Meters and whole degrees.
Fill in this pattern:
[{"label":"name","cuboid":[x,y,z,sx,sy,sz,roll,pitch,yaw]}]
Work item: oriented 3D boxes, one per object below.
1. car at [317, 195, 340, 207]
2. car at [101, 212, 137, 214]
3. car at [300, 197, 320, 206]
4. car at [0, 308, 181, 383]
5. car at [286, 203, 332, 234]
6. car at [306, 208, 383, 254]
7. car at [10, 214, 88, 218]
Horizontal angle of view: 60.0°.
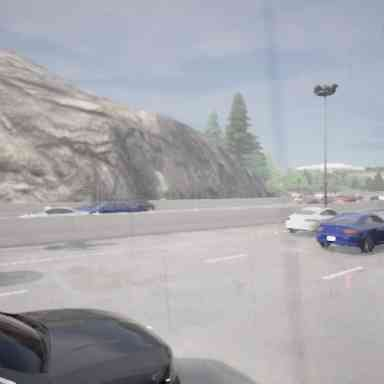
[{"label":"car","cuboid":[22.168,1.414,53.915,2.097,1.767,4.553,0,0,40]},{"label":"car","cuboid":[-6.528,1.526,25.556,5.008,1.535,1.882,0,0,-39]},{"label":"car","cuboid":[20.321,1.595,57.156,1.812,1.442,4.674,0,0,40]},{"label":"car","cuboid":[-2.345,1.511,2.174,4.892,1.490,1.837,0,0,-36]},{"label":"car","cuboid":[7.052,1.548,18.362,4.674,1.442,1.812,0,0,-40]},{"label":"car","cuboid":[6.893,1.541,13.677,4.674,1.442,1.812,0,0,-39]},{"label":"car","cuboid":[-8.362,1.566,19.679,4.674,1.442,1.812,0,0,-38]}]
